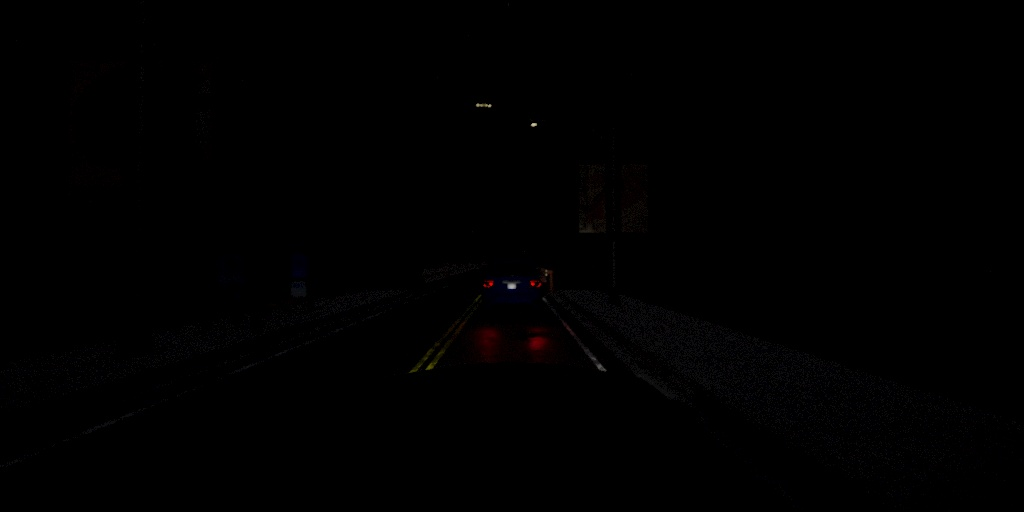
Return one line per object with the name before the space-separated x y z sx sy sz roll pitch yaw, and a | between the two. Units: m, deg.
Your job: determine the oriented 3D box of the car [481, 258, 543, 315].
car | 0.011 1.106 14.443 2.150 2.045 5.566 0 0 0
